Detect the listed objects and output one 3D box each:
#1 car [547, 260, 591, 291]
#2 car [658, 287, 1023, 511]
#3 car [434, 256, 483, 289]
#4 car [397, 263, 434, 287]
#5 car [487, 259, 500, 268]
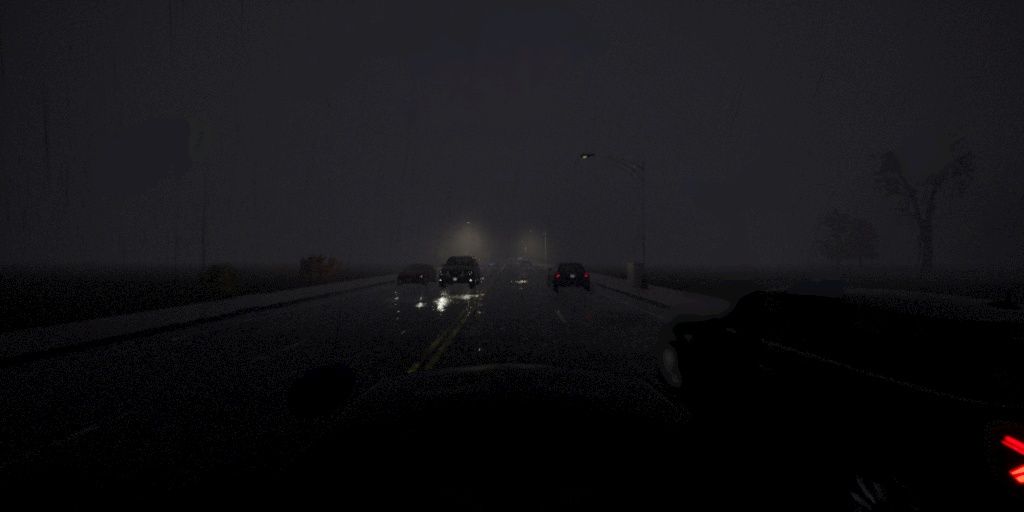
[{"bbox_3d":[3.342,1.124,21.905,2.097,1.767,4.553,0,0,0],"label":"car"},{"bbox_3d":[3.349,1.104,3.834,2.097,1.767,4.553,0,0,0],"label":"car"},{"bbox_3d":[-3.357,0.994,23.882,2.150,2.045,5.566,0,0,0],"label":"car"},{"bbox_3d":[-6.605,1.252,25.364,1.882,1.535,5.008,0,0,0],"label":"car"},{"bbox_3d":[-3.297,1.328,63.335,1.812,1.442,4.674,0,0,1],"label":"car"}]
